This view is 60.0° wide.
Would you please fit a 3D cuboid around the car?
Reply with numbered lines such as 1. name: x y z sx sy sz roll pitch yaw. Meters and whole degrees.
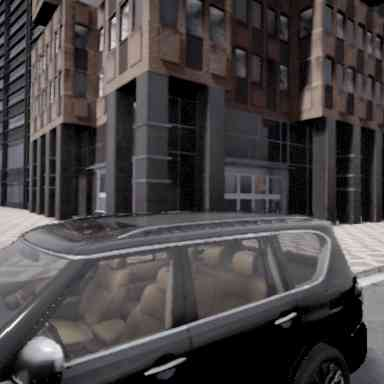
1. car: -0.681 1.245 2.878 5.566 2.045 2.150 1 -1 -36
